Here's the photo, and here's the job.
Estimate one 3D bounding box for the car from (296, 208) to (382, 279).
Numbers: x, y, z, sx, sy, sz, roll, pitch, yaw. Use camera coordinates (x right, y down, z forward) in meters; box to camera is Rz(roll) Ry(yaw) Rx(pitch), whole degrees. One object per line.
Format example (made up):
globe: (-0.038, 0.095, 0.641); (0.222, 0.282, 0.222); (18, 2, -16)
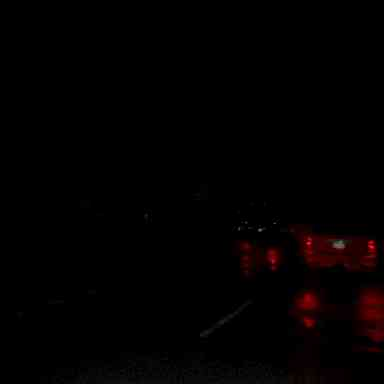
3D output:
car: (4.918, 1.510, 11.012); (2.097, 1.767, 4.553); (0, -1, 25)

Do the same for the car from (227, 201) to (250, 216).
car: (5.135, 2.017, 38.683); (1.812, 1.442, 4.674); (0, -1, -1)

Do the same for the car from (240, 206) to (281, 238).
car: (4.059, 1.779, 19.267); (1.812, 1.442, 4.674); (0, -1, 14)

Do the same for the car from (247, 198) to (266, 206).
car: (8.436, 1.802, 44.805); (2.150, 2.045, 5.566); (0, -1, -1)

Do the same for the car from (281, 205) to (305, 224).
car: (8.577, 1.859, 28.090); (1.882, 1.535, 5.008); (0, -1, 3)

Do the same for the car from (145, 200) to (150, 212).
car: (-5.647, 1.905, 48.562); (2.097, 1.767, 4.553); (0, -1, -1)
